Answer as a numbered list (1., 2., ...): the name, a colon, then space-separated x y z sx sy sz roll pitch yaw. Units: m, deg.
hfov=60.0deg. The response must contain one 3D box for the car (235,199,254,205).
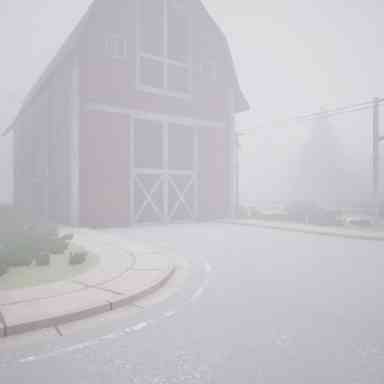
1. car: 5.415 1.552 38.675 1.812 1.442 4.674 0 0 -34

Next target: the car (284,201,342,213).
1. car: 10.964 1.574 30.625 2.033 1.411 5.357 0 0 -35

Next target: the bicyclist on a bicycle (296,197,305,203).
1. bicyclist on a bicycle: 13.285 1.322 40.249 1.656 1.620 0.582 46 -25 -24
